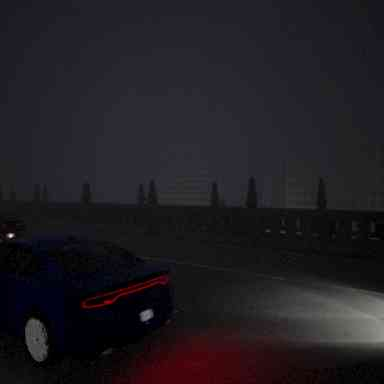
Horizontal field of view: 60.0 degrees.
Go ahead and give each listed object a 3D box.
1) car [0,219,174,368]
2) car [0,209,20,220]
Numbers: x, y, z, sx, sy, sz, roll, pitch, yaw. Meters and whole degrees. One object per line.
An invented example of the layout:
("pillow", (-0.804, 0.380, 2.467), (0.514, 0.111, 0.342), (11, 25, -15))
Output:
("car", (-2.613, 1.482, 5.855), (5.008, 1.535, 1.882), (0, 0, 36))
("car", (-9.360, 1.517, 14.965), (4.892, 1.490, 1.837), (0, 0, 35))
